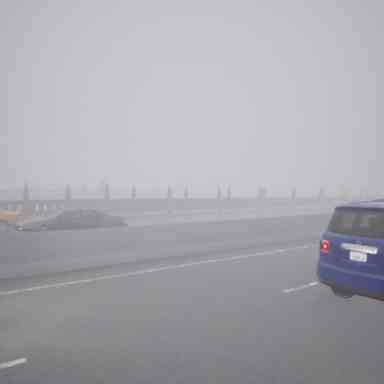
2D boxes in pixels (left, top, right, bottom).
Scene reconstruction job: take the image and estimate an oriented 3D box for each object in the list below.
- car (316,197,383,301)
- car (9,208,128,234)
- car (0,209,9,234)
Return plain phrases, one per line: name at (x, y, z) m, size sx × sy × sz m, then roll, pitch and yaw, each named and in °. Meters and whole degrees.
car at (5.072, 1.213, 7.310) m, size 5.566 × 2.045 × 2.150 m, roll 0°, pitch 0°, yaw -35°
car at (-6.012, 1.526, 16.877) m, size 5.357 × 1.411 × 2.033 m, roll 0°, pitch 0°, yaw -35°
car at (-11.582, 1.455, 17.220) m, size 5.008 × 1.535 × 1.882 m, roll 0°, pitch 0°, yaw -35°
